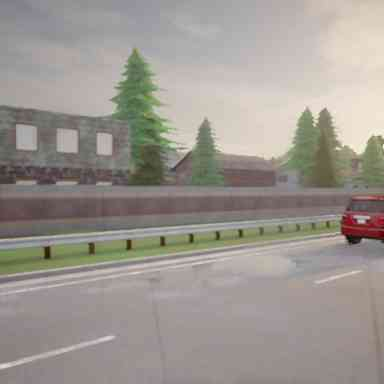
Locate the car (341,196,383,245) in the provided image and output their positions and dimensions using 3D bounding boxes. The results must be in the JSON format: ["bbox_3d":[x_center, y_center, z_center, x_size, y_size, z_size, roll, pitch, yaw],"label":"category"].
[{"bbox_3d":[8.625,1.201,14.198,5.566,2.045,2.150,0,0,-35],"label":"car"}]
